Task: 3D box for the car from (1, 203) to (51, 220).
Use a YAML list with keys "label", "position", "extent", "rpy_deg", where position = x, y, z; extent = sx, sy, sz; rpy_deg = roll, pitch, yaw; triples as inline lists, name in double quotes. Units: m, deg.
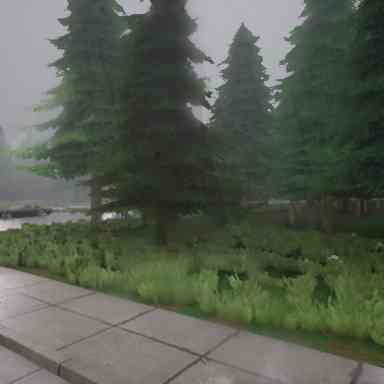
- label: "car"
  position: [-14.095, 1.619, 27.309]
  extent: [1.895, 1.301, 4.718]
  rpy_deg: [0, 0, 34]
